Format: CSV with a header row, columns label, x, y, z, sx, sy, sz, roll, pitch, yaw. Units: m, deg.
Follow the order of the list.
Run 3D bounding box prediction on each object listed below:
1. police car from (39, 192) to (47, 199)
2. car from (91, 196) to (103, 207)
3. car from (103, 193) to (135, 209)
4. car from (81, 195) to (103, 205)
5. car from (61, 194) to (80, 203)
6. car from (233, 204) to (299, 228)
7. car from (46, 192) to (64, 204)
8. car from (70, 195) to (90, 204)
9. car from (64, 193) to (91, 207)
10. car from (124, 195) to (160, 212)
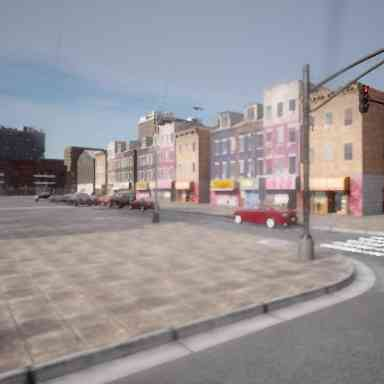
label,x,y,z,sx,sy,sz,roll,pitch,yaw
police car,-32.341,0.747,73.082,1.930,1.638,5.238,0,0,-35
car,-11.201,1.197,43.041,1.802,1.307,4.206,1,0,-35
car,-8.056,0.978,38.603,2.192,1.841,5.009,1,0,-35
car,-14.343,1.150,47.478,1.802,1.307,4.206,1,0,-35
car,-20.627,1.028,56.353,2.008,1.369,4.403,0,0,-35
car,4.510,1.416,20.854,1.887,1.381,4.507,1,0,-35
car,-20.551,1.058,51.672,2.033,1.411,5.357,0,0,-35
car,-17.485,1.104,51.916,1.802,1.307,4.206,1,0,-35
car,-14.680,0.948,43.461,2.097,1.767,4.553,0,1,-35
car,-4.917,1.258,34.166,1.887,1.381,4.507,1,0,-35
